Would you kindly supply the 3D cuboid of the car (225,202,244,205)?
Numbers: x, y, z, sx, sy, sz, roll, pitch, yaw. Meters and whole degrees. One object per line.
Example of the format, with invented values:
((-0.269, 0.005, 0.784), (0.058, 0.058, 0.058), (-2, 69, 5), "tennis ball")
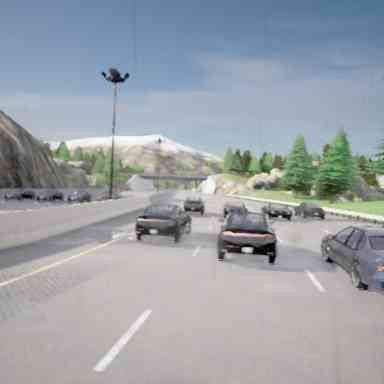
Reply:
((3.618, 1.483, 28.697), (1.895, 1.301, 4.718), (2, 1, 4), "car")

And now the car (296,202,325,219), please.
((10.709, 1.680, 30.567), (1.812, 1.442, 4.674), (2, 1, 3), "car")

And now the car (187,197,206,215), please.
((0.220, 1.217, 30.705), (2.128, 1.511, 4.902), (2, 1, 3), "car")

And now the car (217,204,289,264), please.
((1.946, 1.459, 11.995), (2.128, 1.511, 4.902), (2, 0, 8), "car")

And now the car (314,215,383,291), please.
((5.077, 1.668, 9.273), (2.033, 1.411, 5.357), (2, 1, 9), "car")

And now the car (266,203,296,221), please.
((7.092, 1.628, 28.300), (1.895, 1.301, 4.718), (2, 1, 4), "car")

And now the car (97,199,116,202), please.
((-10.171, 0.558, 41.041), (2.097, 1.767, 4.553), (2, 1, 0), "car")

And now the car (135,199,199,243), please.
((-1.154, 1.303, 15.162), (2.128, 1.511, 4.902), (2, 0, 8), "car")
